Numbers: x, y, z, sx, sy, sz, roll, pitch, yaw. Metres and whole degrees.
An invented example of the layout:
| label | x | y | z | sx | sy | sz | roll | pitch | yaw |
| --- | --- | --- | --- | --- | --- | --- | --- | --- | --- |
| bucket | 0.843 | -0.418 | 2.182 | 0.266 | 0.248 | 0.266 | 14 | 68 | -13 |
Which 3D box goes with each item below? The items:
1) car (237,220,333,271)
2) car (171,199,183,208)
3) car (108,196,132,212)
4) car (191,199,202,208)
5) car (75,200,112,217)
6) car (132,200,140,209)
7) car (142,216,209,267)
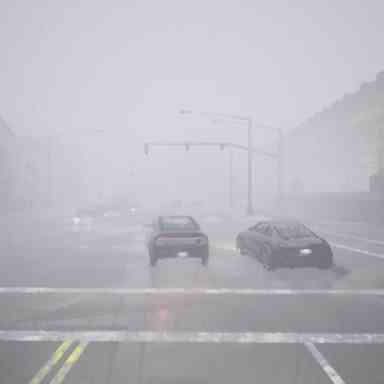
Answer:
| label | x | y | z | sx | sy | sz | roll | pitch | yaw |
| --- | --- | --- | --- | --- | --- | --- | --- | --- | --- |
| car | 2.922 | 1.653 | 11.326 | 1.994 | 1.385 | 4.181 | 0 | 0 | -8 |
| car | -2.659 | 2.006 | 58.690 | 2.033 | 1.411 | 5.357 | 0 | 0 | 1 |
| car | -10.103 | 1.570 | 44.580 | 2.150 | 2.045 | 5.566 | 0 | 0 | 2 |
| car | 0.839 | 2.005 | 58.602 | 2.033 | 1.411 | 5.357 | 0 | 0 | 1 |
| car | -10.360 | 1.819 | 34.647 | 2.033 | 1.411 | 5.357 | 0 | 0 | 2 |
| car | -9.794 | 1.990 | 54.550 | 1.994 | 1.385 | 4.181 | 0 | 0 | 2 |
| car | -0.679 | 1.585 | 11.884 | 2.128 | 1.511 | 4.902 | 0 | 0 | -10 |
